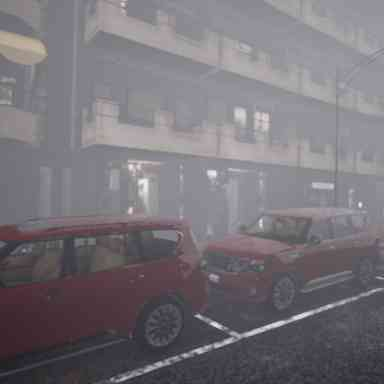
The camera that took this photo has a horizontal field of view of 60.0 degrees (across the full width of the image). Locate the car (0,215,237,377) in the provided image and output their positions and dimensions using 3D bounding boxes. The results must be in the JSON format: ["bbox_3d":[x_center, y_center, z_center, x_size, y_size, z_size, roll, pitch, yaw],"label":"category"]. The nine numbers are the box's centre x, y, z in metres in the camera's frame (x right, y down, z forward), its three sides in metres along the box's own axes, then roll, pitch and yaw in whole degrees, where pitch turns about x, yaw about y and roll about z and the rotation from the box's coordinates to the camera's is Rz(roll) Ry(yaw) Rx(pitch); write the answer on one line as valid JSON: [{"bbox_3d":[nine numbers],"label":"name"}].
[{"bbox_3d":[-2.024,1.318,4.626,5.009,1.841,2.192,0,1,-35],"label":"car"}]

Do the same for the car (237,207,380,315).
[{"bbox_3d":[2.478,1.336,7.837,5.009,1.841,2.192,0,1,-35],"label":"car"}]
